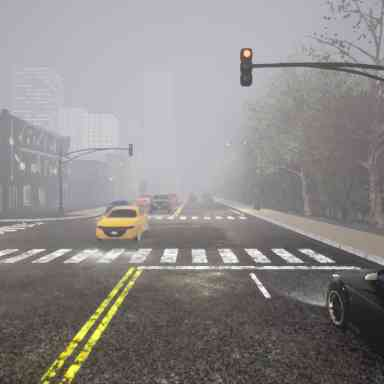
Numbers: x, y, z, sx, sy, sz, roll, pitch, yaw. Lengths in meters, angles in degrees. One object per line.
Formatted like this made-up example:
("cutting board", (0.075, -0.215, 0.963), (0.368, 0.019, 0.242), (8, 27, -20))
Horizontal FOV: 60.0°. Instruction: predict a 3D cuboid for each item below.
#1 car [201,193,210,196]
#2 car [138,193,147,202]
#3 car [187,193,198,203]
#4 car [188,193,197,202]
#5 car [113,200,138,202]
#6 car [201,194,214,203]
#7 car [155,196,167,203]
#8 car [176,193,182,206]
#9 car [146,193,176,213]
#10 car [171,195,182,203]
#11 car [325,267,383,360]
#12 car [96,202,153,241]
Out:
("car", (3.316, 1.194, 76.863), (2.150, 2.045, 5.566), (0, 0, 0))
("car", (-6.555, 1.205, 48.482), (2.150, 2.045, 5.566), (0, 0, 0))
("car", (0.159, 1.452, 67.922), (1.882, 1.535, 5.008), (0, 0, 0))
("car", (0.067, 1.194, 78.115), (2.150, 2.045, 5.566), (0, 0, 0))
("car", (-6.575, 1.469, 30.808), (1.882, 1.535, 5.008), (0, 0, 0))
("car", (3.408, 1.576, 66.883), (1.895, 1.301, 4.718), (0, 0, 0))
("car", (-6.443, 1.538, 68.902), (1.994, 1.385, 4.181), (0, 0, 0))
("car", (-3.291, 1.202, 54.265), (2.150, 2.045, 5.566), (0, 0, 0))
("car", (-3.320, 1.207, 36.648), (2.150, 2.045, 5.566), (0, 0, 0))
("car", (-3.191, 1.441, 69.179), (1.882, 1.535, 5.008), (0, 0, 0))
("car", (3.353, 1.563, 4.245), (1.994, 1.385, 4.181), (0, 0, 0))
("car", (-3.336, 1.474, 16.758), (1.882, 1.535, 5.008), (0, 0, 0))
